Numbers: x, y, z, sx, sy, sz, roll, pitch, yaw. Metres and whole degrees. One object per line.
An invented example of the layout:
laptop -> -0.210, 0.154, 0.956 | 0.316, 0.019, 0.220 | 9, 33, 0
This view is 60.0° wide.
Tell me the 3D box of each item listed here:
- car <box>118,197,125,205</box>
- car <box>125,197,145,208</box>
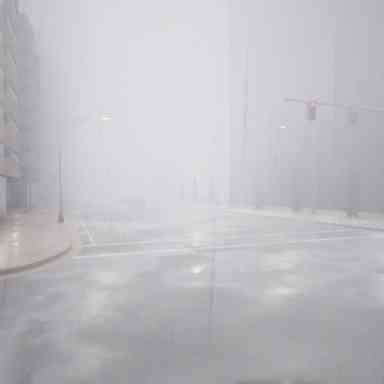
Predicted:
car -> -12.032, 1.558, 59.836 | 1.882, 1.535, 5.008 | 0, 0, -21
car -> -8.328, 1.550, 50.152 | 2.128, 1.511, 4.902 | 0, 0, -20
